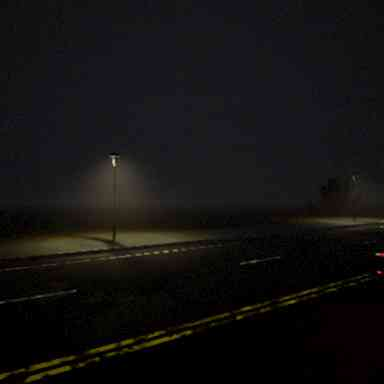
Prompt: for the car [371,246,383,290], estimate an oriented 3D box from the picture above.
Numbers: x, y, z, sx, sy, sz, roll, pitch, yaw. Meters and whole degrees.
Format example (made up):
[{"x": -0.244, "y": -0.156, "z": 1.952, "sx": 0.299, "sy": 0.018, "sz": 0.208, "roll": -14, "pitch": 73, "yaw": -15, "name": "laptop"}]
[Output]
[{"x": 6.193, "y": 1.577, "z": 8.002, "sx": 4.902, "sy": 1.511, "sz": 2.128, "roll": 1, "pitch": 0, "yaw": -36, "name": "car"}]
